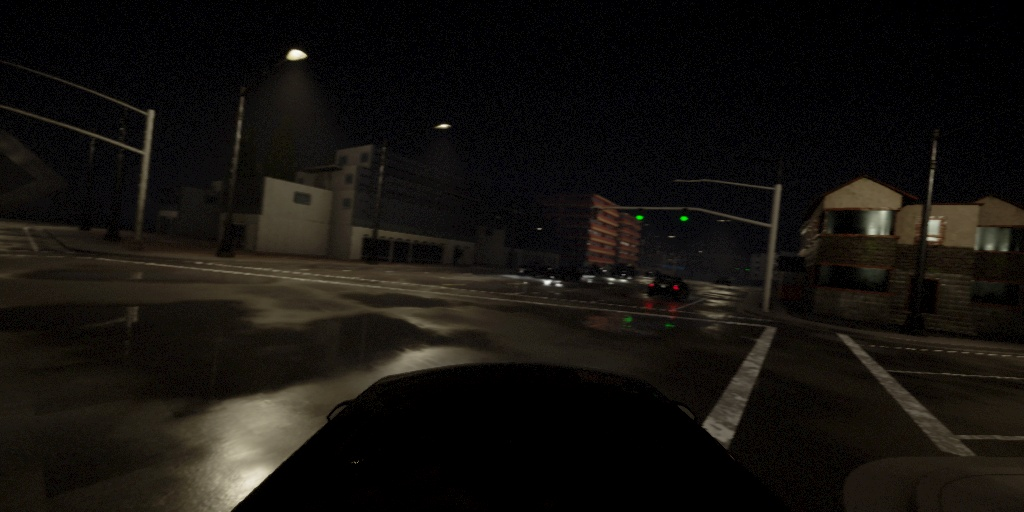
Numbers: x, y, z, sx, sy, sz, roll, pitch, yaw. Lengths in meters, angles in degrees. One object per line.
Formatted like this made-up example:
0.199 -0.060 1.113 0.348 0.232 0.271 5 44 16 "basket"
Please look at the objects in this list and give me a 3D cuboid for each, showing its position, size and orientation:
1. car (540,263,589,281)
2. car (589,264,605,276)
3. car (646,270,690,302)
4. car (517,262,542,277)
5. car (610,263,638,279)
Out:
5.357 1.725 35.853 2.033 1.411 5.357 6 1 35 "car"
11.551 1.946 50.714 2.128 1.511 4.902 6 2 35 "car"
11.687 2.245 26.469 2.097 1.767 4.553 6 1 35 "car"
2.407 1.368 37.709 2.128 1.511 4.902 6 1 35 "car"
15.674 2.041 50.476 2.150 2.045 5.566 6 2 35 "car"
